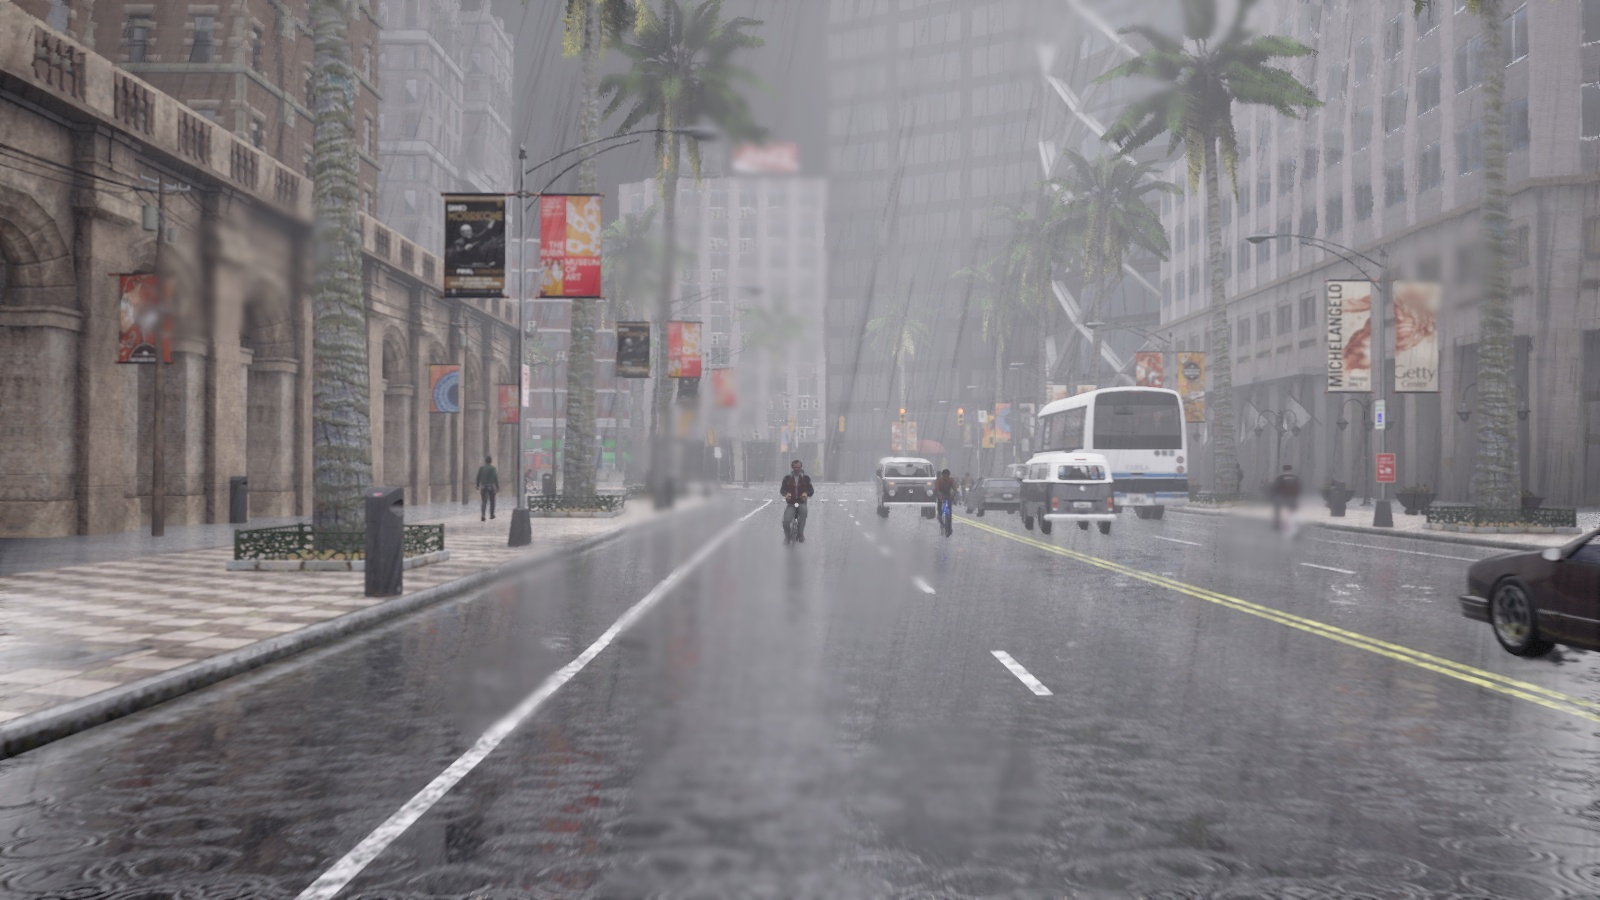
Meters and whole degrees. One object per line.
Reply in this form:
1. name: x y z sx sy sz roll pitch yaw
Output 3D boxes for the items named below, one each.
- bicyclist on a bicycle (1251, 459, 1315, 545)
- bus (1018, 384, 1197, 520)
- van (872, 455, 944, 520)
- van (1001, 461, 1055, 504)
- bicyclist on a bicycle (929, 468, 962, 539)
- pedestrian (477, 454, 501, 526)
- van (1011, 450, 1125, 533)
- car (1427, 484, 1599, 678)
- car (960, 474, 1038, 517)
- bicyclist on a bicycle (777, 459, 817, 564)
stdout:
1. bicyclist on a bicycle: 10.436 1.098 27.181 0.659 1.776 1.843 0 -1 0
2. bus: 10.576 0.144 44.716 3.944 4.253 10.273 0 -1 1
3. van: 3.558 1.231 42.215 2.069 2.038 4.480 0 -1 1
4. van: 10.704 1.518 59.333 1.775 1.987 4.442 0 -1 1
5. bicyclist on a bicycle: 3.442 1.251 29.720 0.582 1.620 1.656 0 -1 0
6. pedestrian: -8.534 1.083 34.523 0.423 1.949 0.788 0 -1 4
7. van: 6.961 1.065 33.124 2.069 2.038 4.480 0 -1 0
8. car: 6.978 0.989 9.236 2.033 1.411 5.357 0 -1 0
9. car: 7.086 1.591 45.252 2.033 1.411 5.357 0 -1 1
10. bicyclist on a bicycle: -0.053 1.058 22.238 0.659 1.776 1.843 0 -1 0
